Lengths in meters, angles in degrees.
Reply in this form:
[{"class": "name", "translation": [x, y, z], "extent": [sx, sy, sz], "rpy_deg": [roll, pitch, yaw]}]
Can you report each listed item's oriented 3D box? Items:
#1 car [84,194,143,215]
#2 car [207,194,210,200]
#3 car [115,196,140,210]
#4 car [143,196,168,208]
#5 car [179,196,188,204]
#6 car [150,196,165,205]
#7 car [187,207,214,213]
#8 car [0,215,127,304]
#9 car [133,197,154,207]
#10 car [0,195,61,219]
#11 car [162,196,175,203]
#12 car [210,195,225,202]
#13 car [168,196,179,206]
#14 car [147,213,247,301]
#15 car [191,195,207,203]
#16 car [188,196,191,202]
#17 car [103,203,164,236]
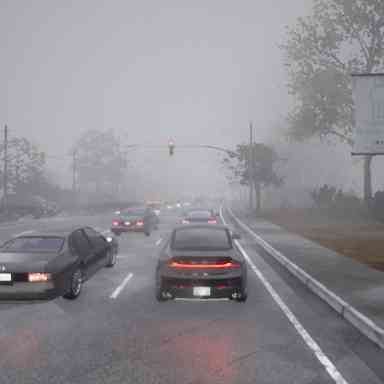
[{"class": "car", "translation": [-8.229, 1.250, 34.465], "extent": [5.566, 2.045, 2.150], "rpy_deg": [0, 0, -7]}, {"class": "car", "translation": [4.010, 1.421, 85.623], "extent": [2.097, 1.767, 4.553], "rpy_deg": [0, 0, 10]}, {"class": "car", "translation": [-8.556, 1.386, 44.358], "extent": [2.097, 1.767, 4.553], "rpy_deg": [0, 0, 5]}, {"class": "car", "translation": [-4.958, 1.513, 45.347], "extent": [1.882, 1.535, 5.008], "rpy_deg": [0, 0, 5]}, {"class": "car", "translation": [-2.703, 1.542, 65.139], "extent": [2.128, 1.511, 4.902], "rpy_deg": [0, 0, 8]}, {"class": "car", "translation": [-6.492, 1.574, 63.184], "extent": [1.812, 1.442, 4.674], "rpy_deg": [0, 0, 8]}, {"class": "car", "translation": [0.459, 1.539, 17.555], "extent": [1.812, 1.442, 4.674], "rpy_deg": [0, 0, 4]}, {"class": "car", "translation": [-3.297, 1.554, 8.389], "extent": [2.033, 1.411, 5.357], "rpy_deg": [0, 0, 1]}, {"class": "car", "translation": [-7.678, 1.533, 53.305], "extent": [2.128, 1.511, 4.902], "rpy_deg": [0, 0, 6]}, {"class": "car", "translation": [-14.393, 1.245, 29.524], "extent": [5.566, 2.045, 2.150], "rpy_deg": [0, -1, 18]}, {"class": "car", "translation": [-5.059, 1.557, 73.393], "extent": [1.837, 1.490, 4.892], "rpy_deg": [0, 0, 8]}, {"class": "car", "translation": [5.849, 1.577, 75.293], "extent": [1.812, 1.442, 4.674], "rpy_deg": [0, 0, 9]}, {"class": "car", "translation": [-3.947, 1.607, 55.231], "extent": [1.994, 1.385, 4.181], "rpy_deg": [0, 0, 6]}, {"class": "car", "translation": [0.214, 1.511, 8.308], "extent": [1.837, 1.490, 4.892], "rpy_deg": [0, 0, 1]}, {"class": "car", "translation": [1.523, 1.558, 69.084], "extent": [1.837, 1.490, 4.892], "rpy_deg": [0, 0, 8]}, {"class": "car", "translation": [-1.235, 1.582, 75.305], "extent": [2.128, 1.511, 4.902], "rpy_deg": [0, 0, 9]}, {"class": "car", "translation": [-3.015, 1.562, 18.457], "extent": [2.033, 1.411, 5.357], "rpy_deg": [0, 0, 2]}]
